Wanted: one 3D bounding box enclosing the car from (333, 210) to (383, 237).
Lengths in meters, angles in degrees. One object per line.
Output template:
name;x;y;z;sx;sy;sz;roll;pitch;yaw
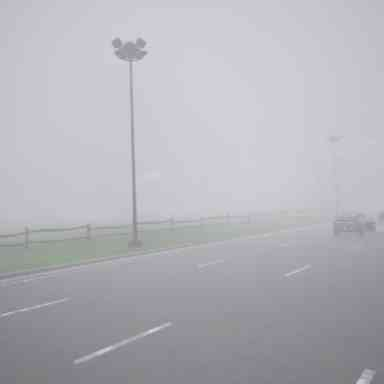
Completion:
car;11.319;2.182;23.051;2.128;1.511;4.902;-4;-3;41
